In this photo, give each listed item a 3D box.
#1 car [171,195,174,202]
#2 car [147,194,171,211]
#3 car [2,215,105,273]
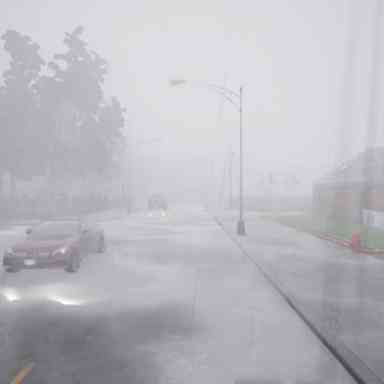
[{"bbox_3d":[-4.189,1.230,57.475,2.097,1.767,4.553,0,0,0],"label":"car"},{"bbox_3d":[-4.232,1.221,41.673,2.150,2.045,5.566,0,0,0],"label":"car"},{"bbox_3d":[-4.136,1.526,10.786,1.812,1.442,4.674,0,0,0],"label":"car"}]
